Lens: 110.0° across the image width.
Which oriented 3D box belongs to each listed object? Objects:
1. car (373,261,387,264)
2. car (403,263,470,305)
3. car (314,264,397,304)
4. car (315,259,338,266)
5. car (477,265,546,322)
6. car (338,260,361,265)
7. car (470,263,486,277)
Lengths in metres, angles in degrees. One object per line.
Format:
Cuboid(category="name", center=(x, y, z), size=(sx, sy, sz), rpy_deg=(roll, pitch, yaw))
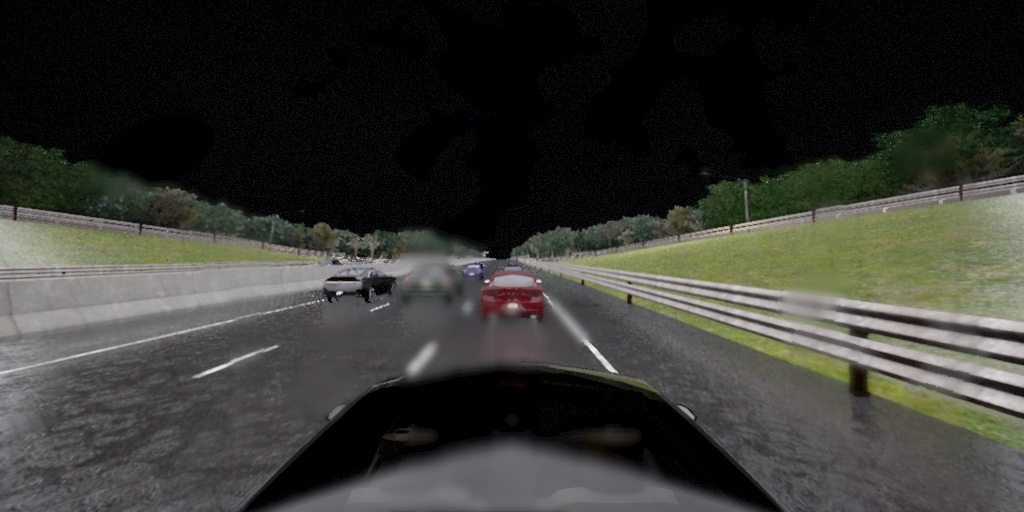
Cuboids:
Cuboid(category="car", center=(-17.884, 1.446, 48.634), size=(1.812, 1.442, 4.674), rpy_deg=(0, 0, -1))
Cuboid(category="car", center=(-3.415, 1.148, 16.584), size=(2.097, 1.767, 4.553), rpy_deg=(0, 0, 1))
Cuboid(category="car", center=(-6.908, 1.287, 16.806), size=(2.128, 1.511, 4.902), rpy_deg=(0, 0, 0))
Cuboid(category="car", center=(-24.878, 1.268, 48.615), size=(2.097, 1.767, 4.553), rpy_deg=(0, 0, -1))
Cuboid(category="car", center=(0.056, 1.258, 12.406), size=(1.882, 1.535, 5.008), rpy_deg=(0, 0, 0))
Cuboid(category="car", center=(-21.384, 1.483, 48.696), size=(1.994, 1.385, 4.181), rpy_deg=(0, 0, -1))
Cuboid(category="car", center=(-3.434, 1.389, 33.015), size=(1.812, 1.442, 4.674), rpy_deg=(0, 0, 0))
